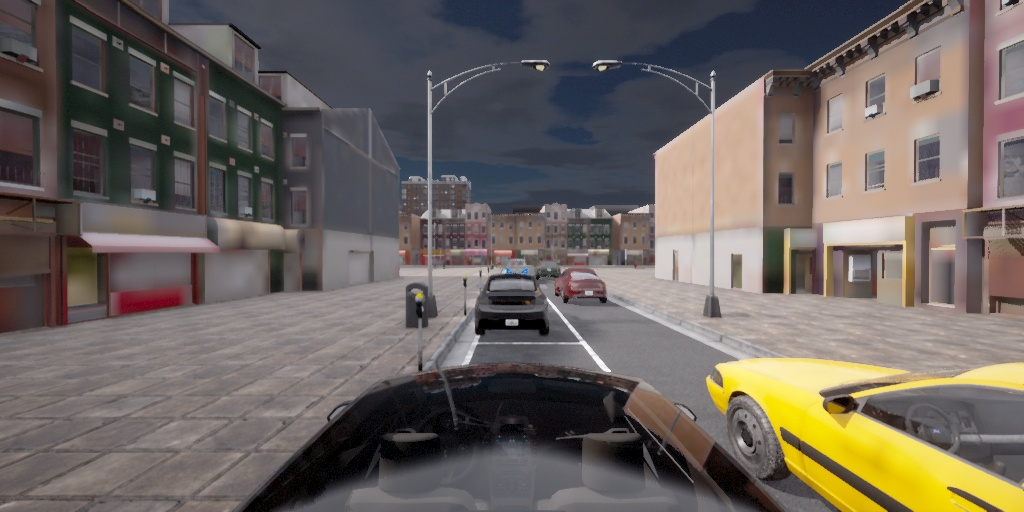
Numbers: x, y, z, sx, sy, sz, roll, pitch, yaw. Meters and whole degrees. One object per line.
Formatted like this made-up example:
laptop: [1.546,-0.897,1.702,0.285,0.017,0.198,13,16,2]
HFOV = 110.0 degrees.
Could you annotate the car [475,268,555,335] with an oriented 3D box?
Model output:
car: [0.000,1.253,10.501,1.837,1.490,4.892,0,0,0]

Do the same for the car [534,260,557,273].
car: [3.021,1.123,31.307,2.097,1.767,4.553,0,0,0]

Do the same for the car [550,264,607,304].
car: [3.020,1.284,16.336,1.812,1.442,4.674,0,0,0]

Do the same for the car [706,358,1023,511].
car: [3.020,1.206,1.693,1.801,1.575,5.366,0,0,0]

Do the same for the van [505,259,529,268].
van: [0.382,1.094,27.349,1.690,1.789,3.998,0,0,0]
